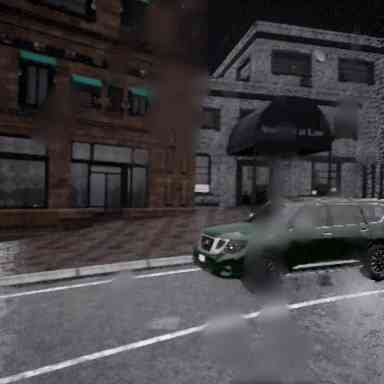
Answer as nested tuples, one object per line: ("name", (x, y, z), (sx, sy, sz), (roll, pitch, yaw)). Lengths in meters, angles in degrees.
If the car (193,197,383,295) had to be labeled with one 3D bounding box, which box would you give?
("car", (2.842, 1.176, 8.648), (5.566, 2.045, 2.150), (0, 0, -19))
